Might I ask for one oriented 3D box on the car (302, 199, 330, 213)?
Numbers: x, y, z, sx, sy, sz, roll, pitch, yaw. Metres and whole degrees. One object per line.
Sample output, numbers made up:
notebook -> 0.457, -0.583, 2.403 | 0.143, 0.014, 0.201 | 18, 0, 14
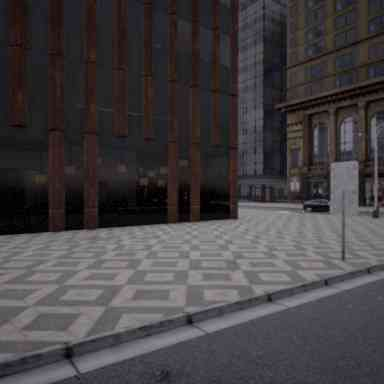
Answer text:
car -> 13.052, 1.418, 32.118 | 1.837, 1.490, 4.892 | 0, 0, -35
